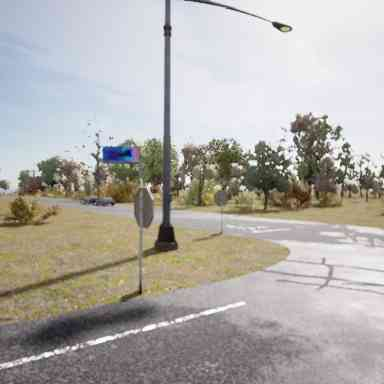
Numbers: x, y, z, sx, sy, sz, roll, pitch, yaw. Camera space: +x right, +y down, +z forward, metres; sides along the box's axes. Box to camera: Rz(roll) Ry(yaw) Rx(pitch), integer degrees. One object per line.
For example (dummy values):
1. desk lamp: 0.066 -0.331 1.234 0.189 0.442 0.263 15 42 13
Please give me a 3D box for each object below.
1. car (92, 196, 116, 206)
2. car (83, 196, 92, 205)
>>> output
1. car: -14.016 1.519 53.793 2.033 1.411 5.357 0 0 -33
2. car: -18.012 1.464 59.704 1.837 1.490 4.892 0 0 -34
